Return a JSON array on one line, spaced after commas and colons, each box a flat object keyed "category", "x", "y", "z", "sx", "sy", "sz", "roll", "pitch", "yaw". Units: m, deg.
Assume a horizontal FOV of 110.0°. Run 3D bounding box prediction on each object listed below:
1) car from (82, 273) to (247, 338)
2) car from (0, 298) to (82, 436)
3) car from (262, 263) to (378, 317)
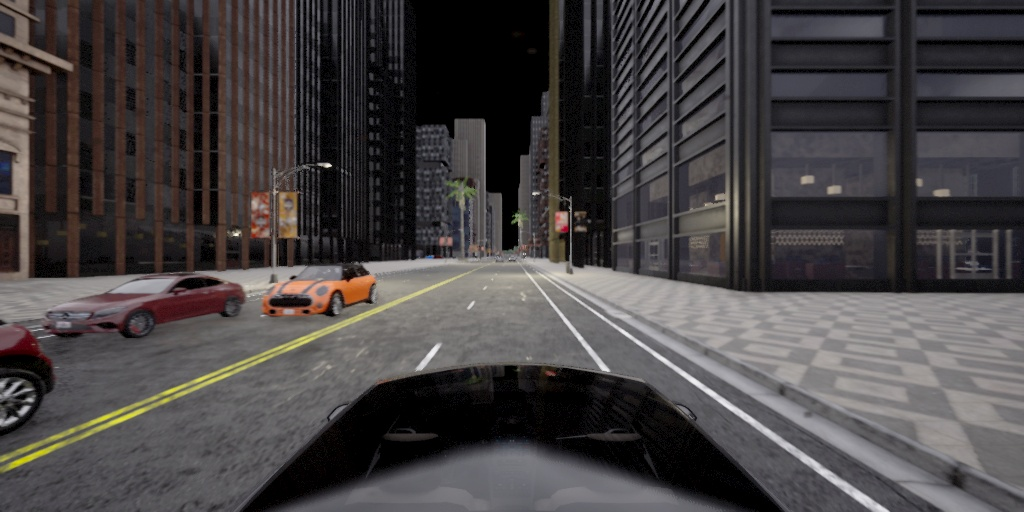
[{"category": "car", "x": -9.814, "y": 1.242, "z": 10.183, "sx": 1.812, "sy": 1.442, "sz": 4.674, "roll": 0, "pitch": 0, "yaw": 0}, {"category": "car", "x": -6.604, "y": 1.099, "z": 2.324, "sx": 2.097, "sy": 1.767, "sz": 4.553, "roll": 0, "pitch": 0, "yaw": 0}, {"category": "car", "x": -6.564, "y": 1.060, "z": 12.818, "sx": 2.097, "sy": 1.767, "sz": 4.553, "roll": 0, "pitch": 0, "yaw": 0}]
